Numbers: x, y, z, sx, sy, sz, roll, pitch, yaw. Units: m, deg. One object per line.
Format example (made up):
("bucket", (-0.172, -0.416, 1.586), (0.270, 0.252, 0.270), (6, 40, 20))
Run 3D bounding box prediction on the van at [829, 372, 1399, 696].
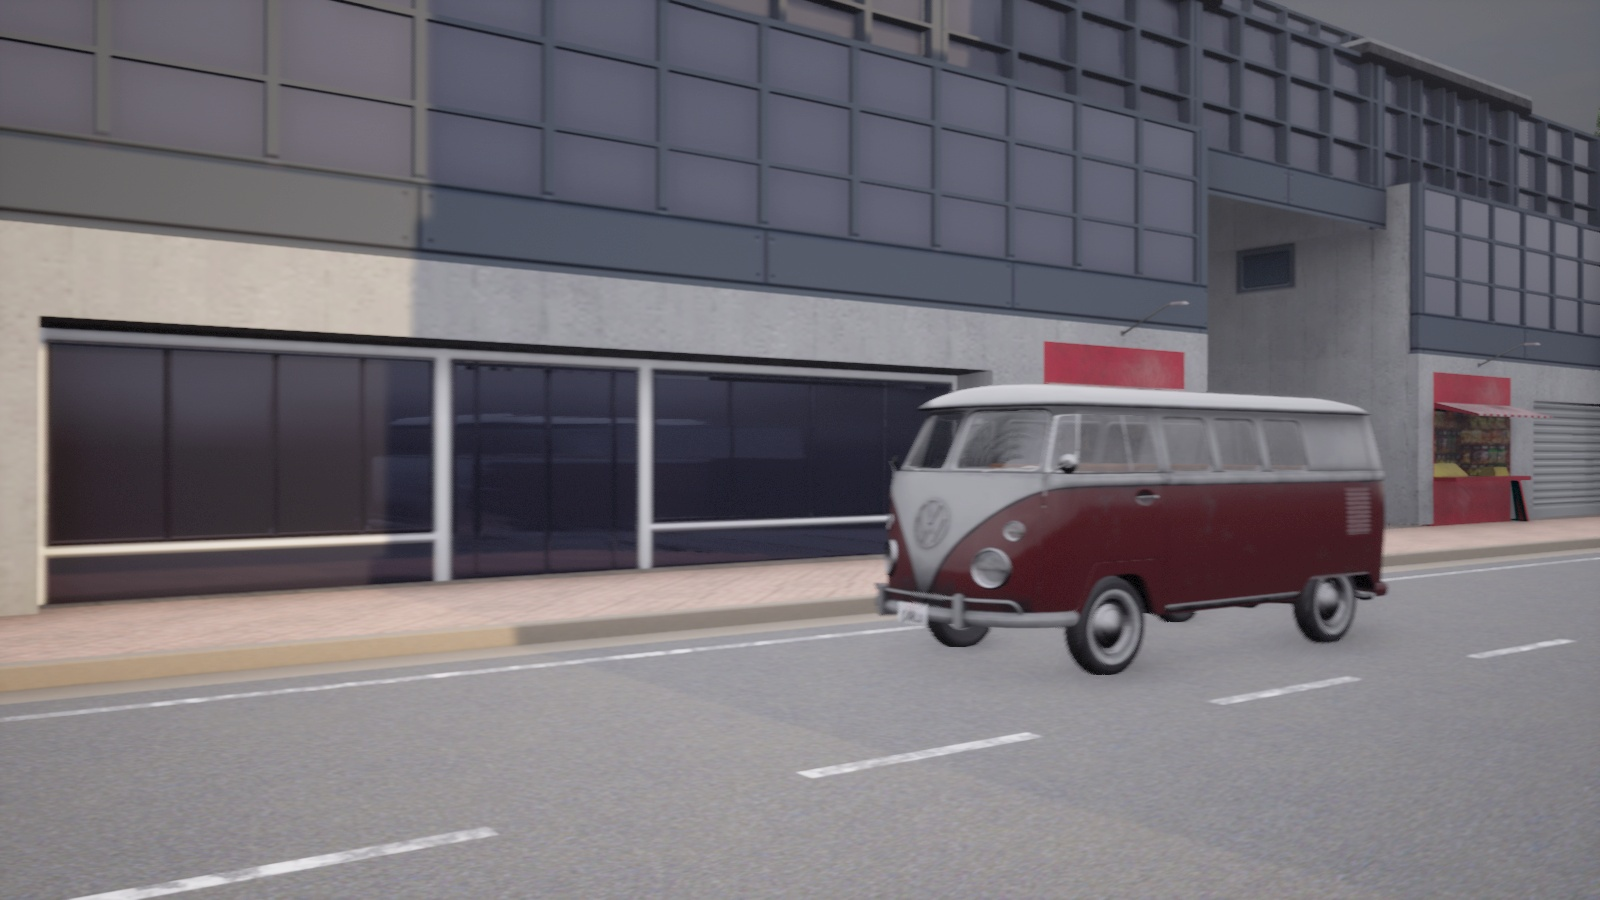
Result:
("van", (2.548, 0.516, 9.699), (4.442, 1.987, 1.775), (0, 0, -35))
